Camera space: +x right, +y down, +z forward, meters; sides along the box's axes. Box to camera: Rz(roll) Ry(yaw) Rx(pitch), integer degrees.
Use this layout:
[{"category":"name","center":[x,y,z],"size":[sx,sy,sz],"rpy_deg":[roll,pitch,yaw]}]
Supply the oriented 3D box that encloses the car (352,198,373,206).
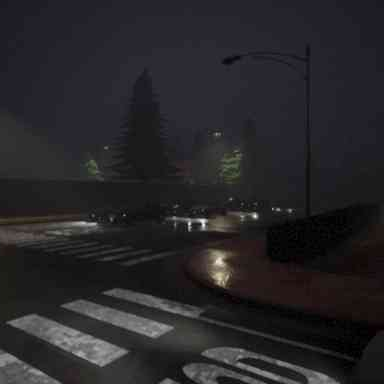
[{"category":"car","center":[24.280,1.522,47.074],"size":[4.674,1.442,1.812],"rpy_deg":[0,0,-41]}]

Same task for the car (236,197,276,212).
[{"category":"car","center":[7.438,1.345,38.359],"size":[2.097,1.767,4.553],"rpy_deg":[0,0,37]}]

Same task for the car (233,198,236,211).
[{"category":"car","center":[5.142,1.483,41.140],"size":[2.128,1.511,4.902],"rpy_deg":[0,0,37]}]

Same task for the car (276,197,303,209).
[{"category":"car","center":[13.912,1.471,46.752],"size":[1.882,1.535,5.008],"rpy_deg":[0,0,38]}]

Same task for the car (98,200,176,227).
[{"category":"car","center":[-3.690,1.485,23.222],"size":[2.128,1.511,4.902],"rpy_deg":[0,0,36]}]

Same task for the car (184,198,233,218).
[{"category":"car","center":[1.602,1.519,30.461],"size":[1.812,1.442,4.674],"rpy_deg":[0,0,36]}]

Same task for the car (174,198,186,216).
[{"category":"car","center":[-1.010,1.343,32.812],"size":[2.097,1.767,4.553],"rpy_deg":[0,0,36]}]

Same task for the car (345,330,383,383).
[{"category":"car","center":[3.331,1.602,1.651],"size":[4.718,1.301,1.895],"rpy_deg":[0,0,37]}]

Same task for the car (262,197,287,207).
[{"category":"car","center":[12.662,1.556,50.686],"size":[1.994,1.385,4.181],"rpy_deg":[0,0,42]}]

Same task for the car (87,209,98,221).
[{"category":"car","center":[-6.045,1.555,25.930],"size":[1.994,1.385,4.181],"rpy_deg":[0,0,36]}]
